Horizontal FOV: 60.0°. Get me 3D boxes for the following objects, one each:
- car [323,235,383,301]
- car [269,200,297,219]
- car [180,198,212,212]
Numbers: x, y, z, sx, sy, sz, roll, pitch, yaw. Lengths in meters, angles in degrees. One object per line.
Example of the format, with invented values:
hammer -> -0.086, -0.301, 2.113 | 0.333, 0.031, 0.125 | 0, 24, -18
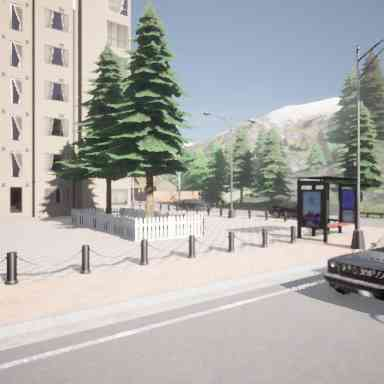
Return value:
car -> 5.094, 1.598, 7.492 | 4.718, 1.301, 1.895 | 0, 0, -34
car -> 8.669, 1.485, 27.582 | 1.882, 1.535, 5.008 | 0, 0, -35
car -> 0.403, 1.512, 39.413 | 1.837, 1.490, 4.892 | 0, 0, -35
